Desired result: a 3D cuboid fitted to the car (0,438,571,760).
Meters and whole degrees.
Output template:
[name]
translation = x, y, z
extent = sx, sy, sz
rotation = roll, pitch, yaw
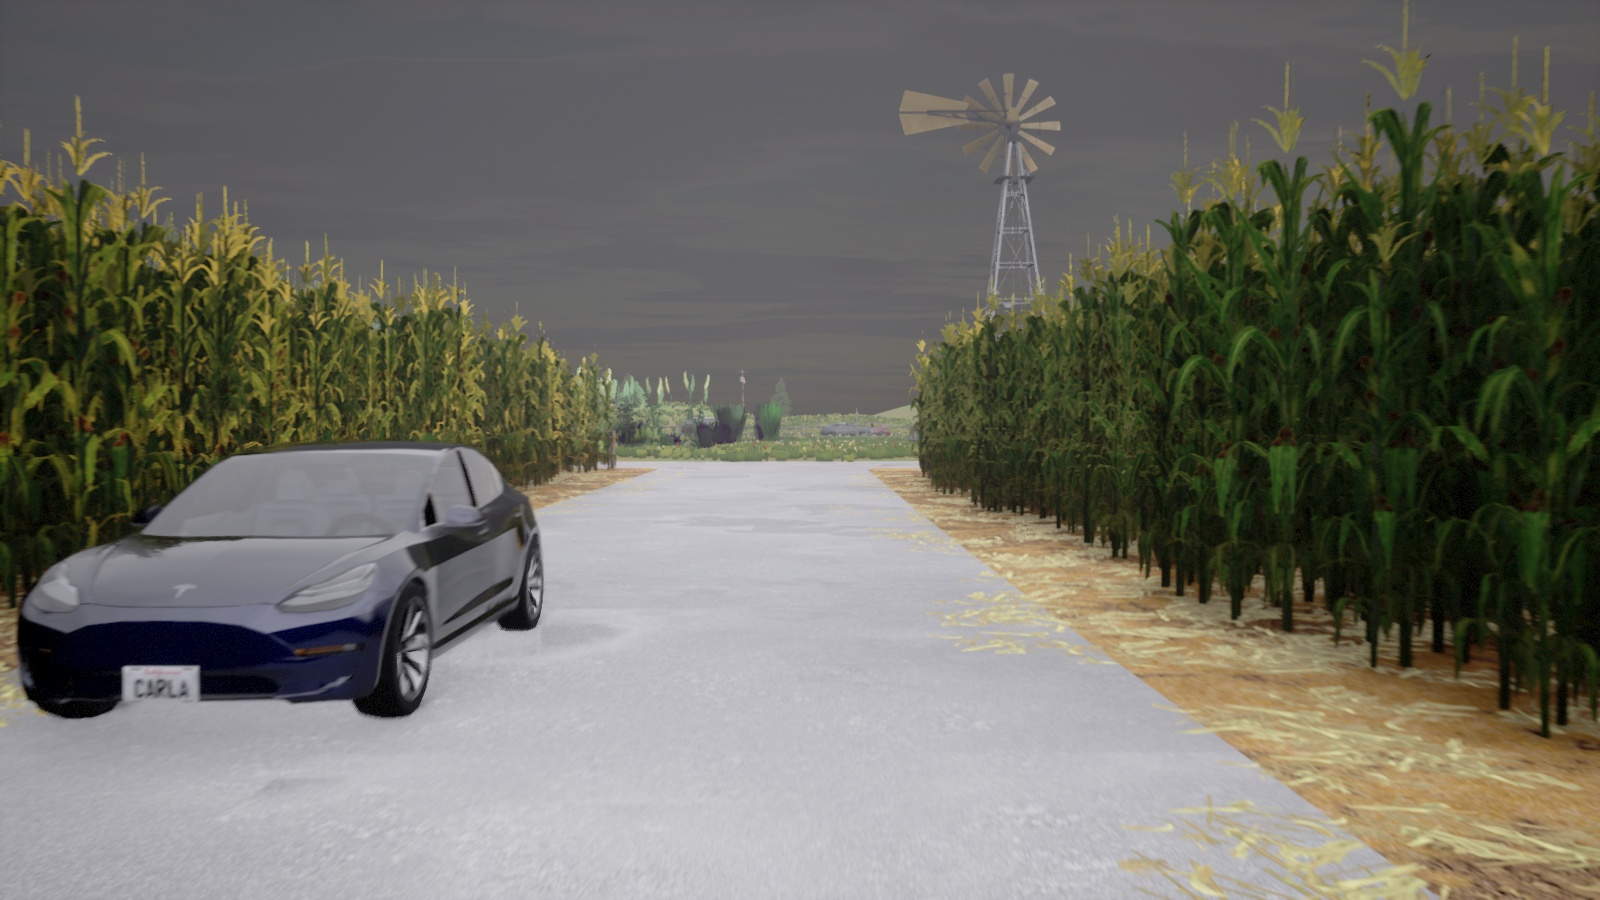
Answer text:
[car]
translation = -3.038, 0.673, 8.238
extent = 2.163, 1.488, 4.792
rotation = 0, 1, 0
